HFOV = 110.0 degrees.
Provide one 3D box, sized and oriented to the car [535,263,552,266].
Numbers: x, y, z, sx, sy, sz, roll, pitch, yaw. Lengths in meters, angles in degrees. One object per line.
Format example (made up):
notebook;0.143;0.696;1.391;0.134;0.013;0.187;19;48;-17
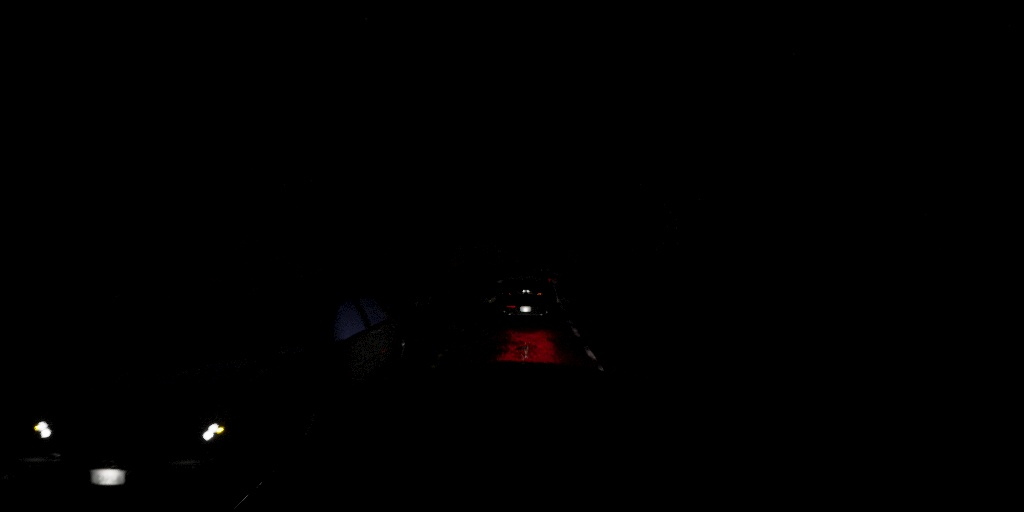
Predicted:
car;3.057;1.325;34.839;1.895;1.301;4.718;0;0;10

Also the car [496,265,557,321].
car;0.510;1.250;12.549;1.837;1.490;4.892;0;0;3

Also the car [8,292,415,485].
car;-3.007;1.290;5.383;2.033;1.411;5.357;0;0;1
